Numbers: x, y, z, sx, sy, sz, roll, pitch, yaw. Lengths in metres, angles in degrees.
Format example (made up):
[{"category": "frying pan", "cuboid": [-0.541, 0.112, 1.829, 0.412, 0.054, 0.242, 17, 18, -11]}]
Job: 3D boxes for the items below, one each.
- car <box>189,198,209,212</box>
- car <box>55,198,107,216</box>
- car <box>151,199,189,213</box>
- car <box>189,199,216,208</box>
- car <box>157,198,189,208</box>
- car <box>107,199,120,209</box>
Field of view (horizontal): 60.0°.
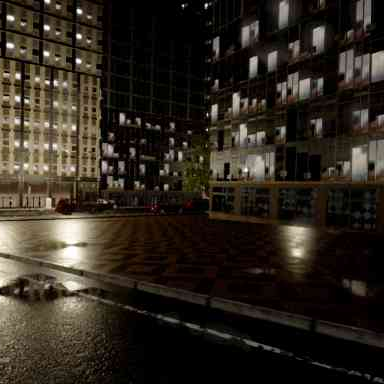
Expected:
[{"category": "car", "cuboid": [1.560, 1.782, 46.404, 5.009, 1.841, 2.192, 1, 1, -34]}, {"category": "car", "cuboid": [-12.494, 1.646, 36.828, 5.009, 1.841, 2.192, 1, 1, -34]}, {"category": "car", "cuboid": [-3.130, 1.967, 43.216, 4.507, 1.381, 1.887, 1, 1, -34]}, {"category": "car", "cuboid": [1.805, 1.874, 56.112, 4.313, 1.339, 1.947, 1, 1, -34]}, {"category": "car", "cuboid": [-3.020, 1.786, 52.823, 4.829, 1.417, 1.752, 1, 1, -34]}, {"category": "car", "cuboid": [-12.249, 1.722, 46.535, 4.403, 1.369, 2.008, 1, 1, -34]}]
